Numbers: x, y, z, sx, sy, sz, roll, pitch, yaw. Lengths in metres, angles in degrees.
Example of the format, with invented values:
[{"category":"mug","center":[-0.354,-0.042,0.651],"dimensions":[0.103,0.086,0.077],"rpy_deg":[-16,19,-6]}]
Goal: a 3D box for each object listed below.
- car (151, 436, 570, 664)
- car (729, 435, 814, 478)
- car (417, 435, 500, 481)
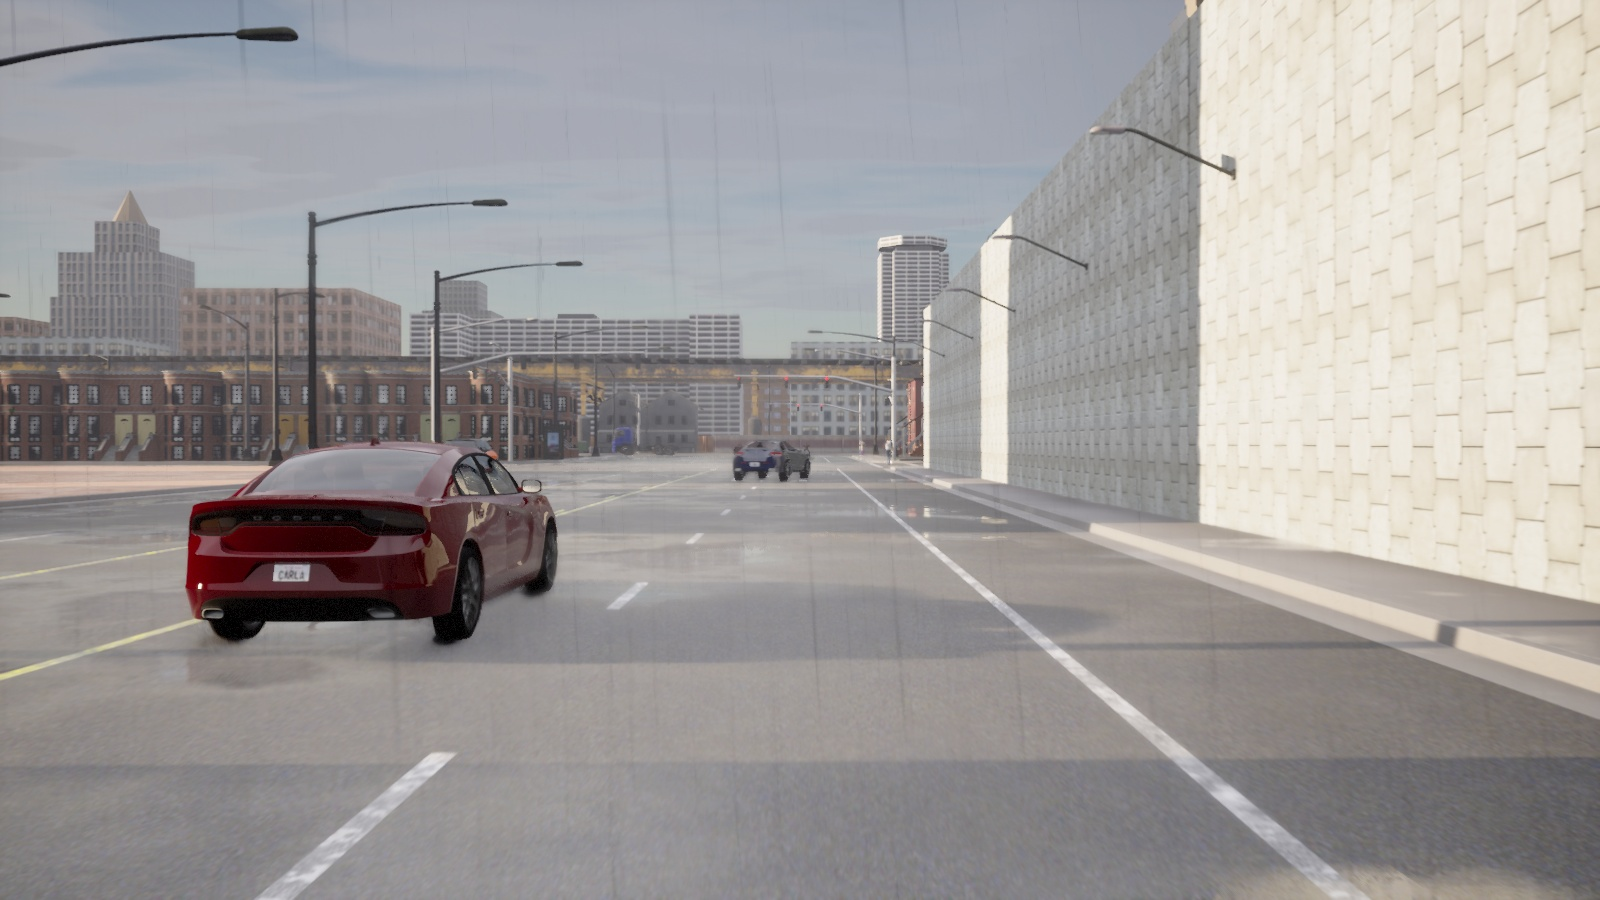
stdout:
[{"category":"car","center":[-3.426,0.660,10.972],"dimensions":[1.882,1.535,5.008],"rpy_deg":[0,0,0]},{"category":"car","center":[-1.096,0.236,50.865],"dimensions":[2.152,1.651,5.027],"rpy_deg":[0,0,14]},{"category":"car","center":[-13.717,0.308,50.755],"dimensions":[2.097,1.767,4.553],"rpy_deg":[0,0,0]}]
